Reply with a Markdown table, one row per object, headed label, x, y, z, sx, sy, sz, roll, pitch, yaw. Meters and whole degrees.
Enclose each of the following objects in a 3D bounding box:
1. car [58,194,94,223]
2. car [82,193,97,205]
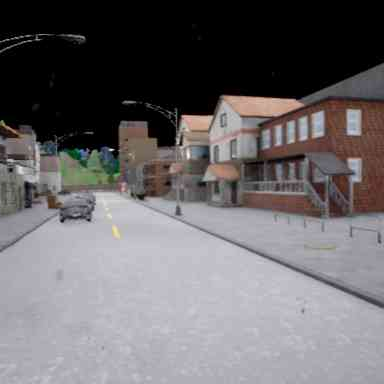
| label | x | y | z | sx | sy | sz | roll | pitch | yaw |
| --- | --- | --- | --- | --- | --- | --- | --- | --- | --- |
| car | -7.789 | 1.155 | 22.511 | 1.837 | 1.490 | 4.892 | -2 | 1 | -16 |
| car | -10.271 | 1.103 | 31.479 | 1.895 | 1.301 | 4.718 | -2 | 1 | -15 |
